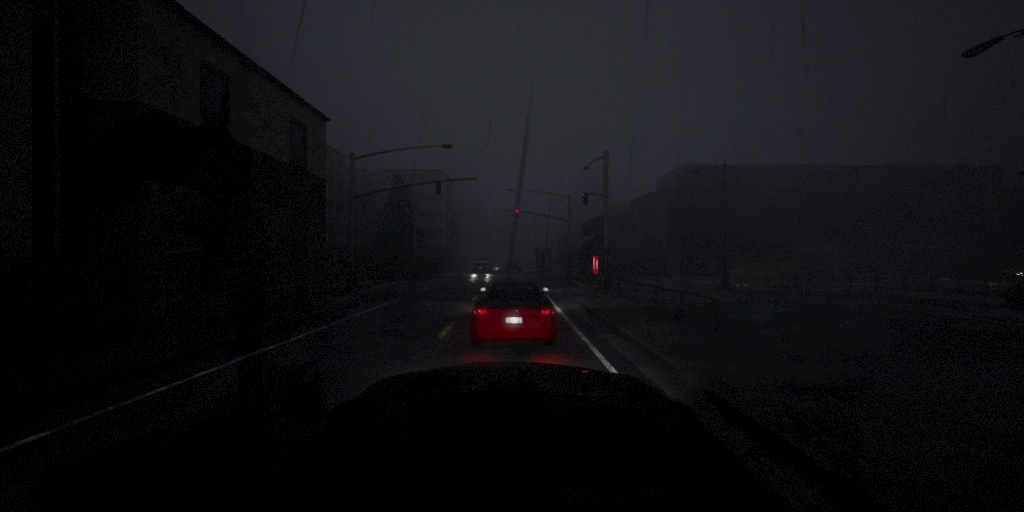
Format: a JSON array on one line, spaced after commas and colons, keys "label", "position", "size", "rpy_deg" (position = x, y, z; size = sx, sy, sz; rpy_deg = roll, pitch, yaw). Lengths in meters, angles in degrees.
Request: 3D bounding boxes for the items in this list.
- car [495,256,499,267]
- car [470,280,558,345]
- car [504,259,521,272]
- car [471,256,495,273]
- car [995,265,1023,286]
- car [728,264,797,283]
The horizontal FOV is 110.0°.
[{"label": "car", "position": [-3.520, 0.969, 64.891], "size": [2.150, 2.045, 5.566], "rpy_deg": [0, 0, 1]}, {"label": "car", "position": [0.064, 1.314, 9.508], "size": [1.994, 1.385, 4.181], "rpy_deg": [0, 0, 0]}, {"label": "car", "position": [0.110, 1.099, 45.745], "size": [2.097, 1.767, 4.553], "rpy_deg": [0, 0, 0]}, {"label": "car", "position": [-3.587, 0.968, 42.969], "size": [2.150, 2.045, 5.566], "rpy_deg": [0, 0, 0]}, {"label": "car", "position": [43.200, 1.402, 29.586], "size": [5.008, 1.535, 1.882], "rpy_deg": [0, 0, 0]}, {"label": "car", "position": [20.571, 1.402, 29.589], "size": [5.008, 1.535, 1.882], "rpy_deg": [0, 0, 0]}]
